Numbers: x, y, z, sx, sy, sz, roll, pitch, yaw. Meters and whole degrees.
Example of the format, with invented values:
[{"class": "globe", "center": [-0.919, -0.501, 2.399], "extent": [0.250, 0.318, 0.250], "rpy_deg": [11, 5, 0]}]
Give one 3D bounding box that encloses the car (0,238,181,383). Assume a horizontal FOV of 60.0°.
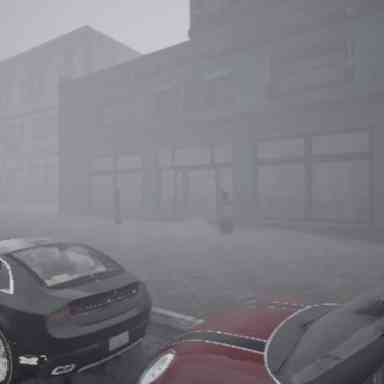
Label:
[{"class": "car", "center": [-2.831, 1.489, 5.339], "extent": [4.892, 1.521, 2.231], "rpy_deg": [0, 0, 36]}]
